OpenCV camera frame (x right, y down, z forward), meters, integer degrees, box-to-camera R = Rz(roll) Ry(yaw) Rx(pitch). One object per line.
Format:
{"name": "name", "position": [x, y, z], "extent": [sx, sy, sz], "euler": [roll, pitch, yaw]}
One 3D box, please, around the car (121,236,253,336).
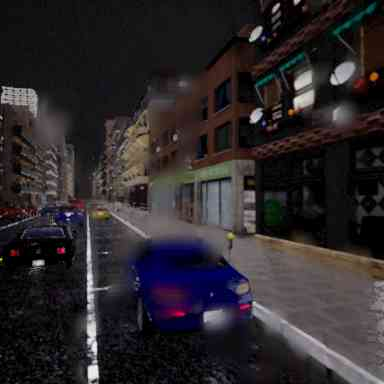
{"name": "car", "position": [-0.385, 1.642, 6.937], "extent": [1.812, 1.442, 4.674], "euler": [0, -1, -18]}

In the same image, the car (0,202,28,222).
{"name": "car", "position": [-17.411, 1.852, 31.451], "extent": [2.192, 1.841, 5.009], "euler": [0, -1, -18]}

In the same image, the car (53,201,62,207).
{"name": "car", "position": [-34.415, 2.970, 85.176], "extent": [2.008, 1.369, 4.403], "euler": [0, -1, -18]}

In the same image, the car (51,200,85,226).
{"name": "car", "position": [-10.043, 1.812, 27.353], "extent": [2.097, 1.767, 4.553], "euler": [0, -1, -18]}

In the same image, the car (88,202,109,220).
{"name": "car", "position": [-9.472, 2.093, 34.134], "extent": [1.752, 1.417, 4.829], "euler": [0, -1, -18]}

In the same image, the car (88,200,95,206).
{"name": "car", "position": [-26.474, 2.976, 87.863], "extent": [1.752, 1.417, 4.829], "euler": [0, -1, -18]}

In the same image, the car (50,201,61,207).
{"name": "car", "position": [-32.714, 2.882, 79.803], "extent": [2.008, 1.369, 4.403], "euler": [0, -1, -18]}

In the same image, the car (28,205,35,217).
{"name": "car", "position": [-19.112, 2.066, 36.821], "extent": [1.967, 1.590, 4.097], "euler": [0, -1, -18]}

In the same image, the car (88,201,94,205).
{"name": "car", "position": [-12.821, 2.287, 44.717], "extent": [1.887, 1.381, 4.507], "euler": [0, -1, -18]}

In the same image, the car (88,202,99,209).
{"name": "car", "position": [-19.622, 2.647, 66.208], "extent": [2.008, 1.369, 4.403], "euler": [0, -1, -18]}

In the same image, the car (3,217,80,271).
{"name": "car", "position": [-5.118, 1.803, 11.785], "extent": [1.895, 1.301, 4.718], "euler": [0, -1, -18]}

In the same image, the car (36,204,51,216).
{"name": "car", "position": [-18.137, 2.265, 42.634], "extent": [2.033, 1.411, 5.357], "euler": [0, -1, -17]}
